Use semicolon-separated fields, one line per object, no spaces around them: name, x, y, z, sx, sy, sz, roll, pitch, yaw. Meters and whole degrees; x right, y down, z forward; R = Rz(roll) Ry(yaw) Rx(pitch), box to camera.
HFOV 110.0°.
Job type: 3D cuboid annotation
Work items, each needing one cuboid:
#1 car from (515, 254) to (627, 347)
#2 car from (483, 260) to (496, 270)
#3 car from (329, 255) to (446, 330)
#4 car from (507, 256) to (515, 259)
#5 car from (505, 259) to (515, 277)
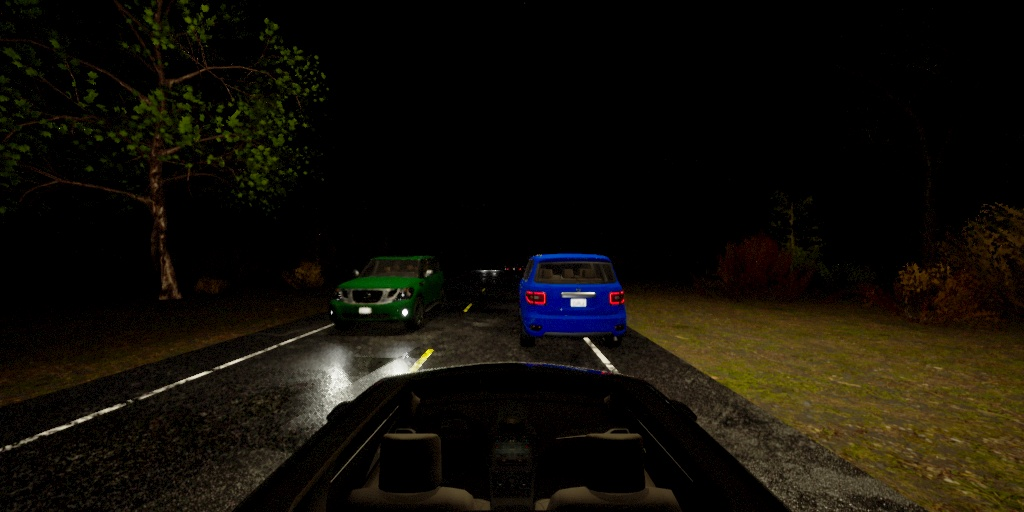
car;1.261;0.974;9.423;2.150;2.045;5.566;0;0;0
car;-3.380;1.345;54.469;1.837;1.490;4.892;0;0;0
car;-3.557;0.971;11.469;2.150;2.045;5.566;0;0;0
car;0.237;1.053;51.410;2.150;2.045;5.566;0;0;1
car;0.219;1.337;37.647;2.033;1.411;5.357;0;0;1
